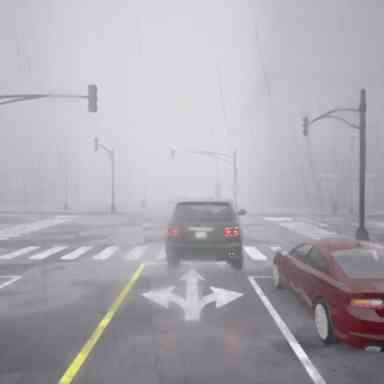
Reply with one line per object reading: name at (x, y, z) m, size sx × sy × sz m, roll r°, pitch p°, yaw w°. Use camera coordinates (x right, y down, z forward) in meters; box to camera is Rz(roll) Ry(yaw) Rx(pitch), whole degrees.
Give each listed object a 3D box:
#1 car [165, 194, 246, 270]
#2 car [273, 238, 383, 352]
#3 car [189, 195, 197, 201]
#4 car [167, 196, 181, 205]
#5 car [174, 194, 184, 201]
car at (0.621, 1.193, 11.204) m, size 2.150 × 2.045 × 5.566 m, roll 0°, pitch 0°, yaw 8°
car at (2.758, 1.529, 6.238) m, size 1.887 × 1.381 × 4.507 m, roll -1°, pitch 0°, yaw 0°
car at (0.181, 1.358, 80.400) m, size 1.895 × 1.301 × 4.718 m, roll 0°, pitch 0°, yaw 0°
car at (-2.944, 1.404, 56.607) m, size 2.033 × 1.411 × 5.357 m, roll 0°, pitch 0°, yaw 1°
car at (-2.844, 1.248, 72.599) m, size 2.033 × 1.411 × 5.357 m, roll 0°, pitch 0°, yaw 0°
